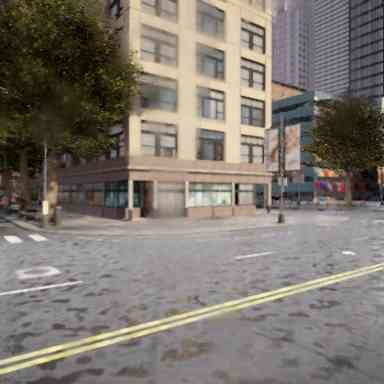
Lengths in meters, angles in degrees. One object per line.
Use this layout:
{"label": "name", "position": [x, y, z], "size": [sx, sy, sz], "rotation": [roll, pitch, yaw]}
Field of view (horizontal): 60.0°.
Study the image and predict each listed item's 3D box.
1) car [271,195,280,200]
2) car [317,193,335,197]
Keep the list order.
{"label": "car", "position": [21.981, 1.574, 91.073], "size": [2.161, 1.482, 4.786], "rotation": [0, 0, -36]}
{"label": "car", "position": [32.460, 1.490, 83.592], "size": [2.002, 1.452, 4.674], "rotation": [0, 0, -36]}
